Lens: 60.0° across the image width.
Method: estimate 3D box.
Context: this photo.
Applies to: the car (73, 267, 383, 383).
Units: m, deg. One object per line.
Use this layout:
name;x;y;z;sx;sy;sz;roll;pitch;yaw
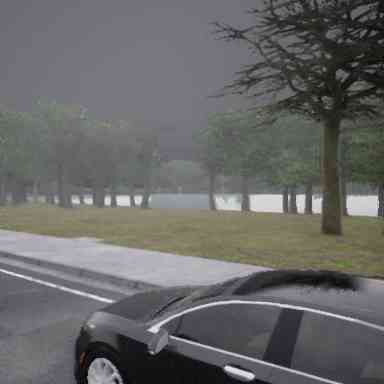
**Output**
car;0.885;1.502;3.052;4.892;1.490;1.837;0;0;36
